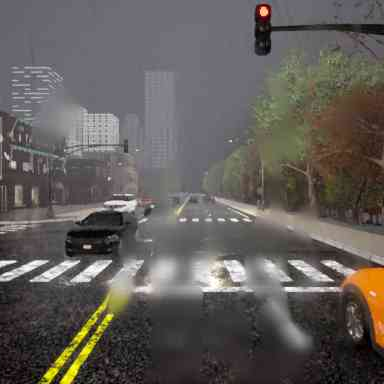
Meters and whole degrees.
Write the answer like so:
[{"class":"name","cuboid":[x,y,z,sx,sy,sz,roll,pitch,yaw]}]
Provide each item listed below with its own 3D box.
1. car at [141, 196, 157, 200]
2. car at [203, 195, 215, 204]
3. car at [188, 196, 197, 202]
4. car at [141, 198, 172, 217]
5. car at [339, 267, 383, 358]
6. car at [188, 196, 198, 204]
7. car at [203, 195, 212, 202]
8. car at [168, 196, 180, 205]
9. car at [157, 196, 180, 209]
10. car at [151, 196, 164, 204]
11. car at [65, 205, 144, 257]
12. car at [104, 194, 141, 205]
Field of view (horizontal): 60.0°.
[{"class":"car","cuboid":[-6.482,1.334,48.477,2.097,1.767,4.553,0,0,0]},{"class":"car","cuboid":[3.500,1.467,64.714,2.128,1.511,4.902,0,0,0]},{"class":"car","cuboid":[0.180,1.566,74.932,1.895,1.301,4.718,0,0,0]},{"class":"car","cuboid":[-3.277,1.555,31.180,1.994,1.385,4.181,0,0,0]},{"class":"car","cuboid":[3.359,1.351,3.399,2.097,1.767,4.553,0,0,0]},{"class":"car","cuboid":[0.251,1.523,64.439,2.033,1.411,5.357,0,0,1]},{"class":"car","cuboid":[3.430,1.448,74.879,1.882,1.535,5.008,0,0,0]},{"class":"car","cuboid":[-3.178,1.455,60.840,1.882,1.535,5.008,0,0,0]},{"class":"car","cuboid":[-3.238,1.476,45.722,2.128,1.511,4.902,0,0,0]},{"class":"car","cuboid":[-6.418,1.455,61.935,1.882,1.535,5.008,0,0,1]},{"class":"car","cuboid":[-3.321,1.475,13.065,1.882,1.535,5.008,0,0,0]},{"class":"car","cuboid":[-6.632,1.212,31.231,2.150,2.045,5.566,0,0,3]}]
